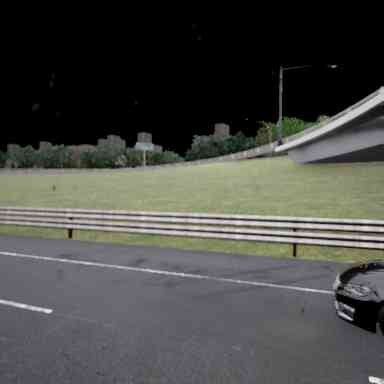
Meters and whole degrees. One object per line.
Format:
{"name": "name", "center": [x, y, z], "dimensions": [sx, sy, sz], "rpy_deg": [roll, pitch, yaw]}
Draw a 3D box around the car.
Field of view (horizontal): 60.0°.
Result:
{"name": "car", "center": [4.739, 1.502, 4.837], "dimensions": [4.902, 1.511, 2.128], "rpy_deg": [0, 0, 24]}
